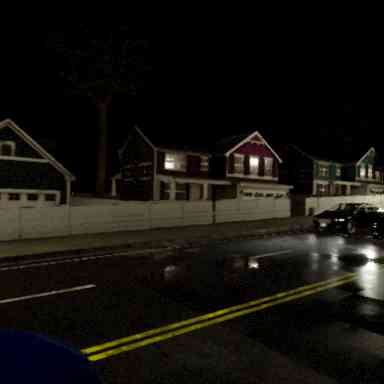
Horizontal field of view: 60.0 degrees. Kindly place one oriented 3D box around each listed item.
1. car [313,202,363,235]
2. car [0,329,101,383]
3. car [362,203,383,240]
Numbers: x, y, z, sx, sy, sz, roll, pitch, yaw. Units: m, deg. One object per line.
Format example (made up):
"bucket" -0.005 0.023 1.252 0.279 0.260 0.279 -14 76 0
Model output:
"car" 8.411 1.315 17.676 4.902 1.511 2.128 -1 0 -36
"car" -2.873 1.495 1.389 5.008 1.535 1.882 -1 0 -36
"car" 9.899 1.306 14.744 5.008 1.535 1.882 -1 0 -35
